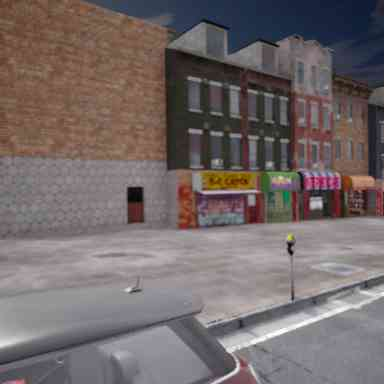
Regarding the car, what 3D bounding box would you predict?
[{"bbox_3d":[-1.471,1.439,1.787,4.097,1.590,1.967,0,-1,-35],"label":"car"}]
